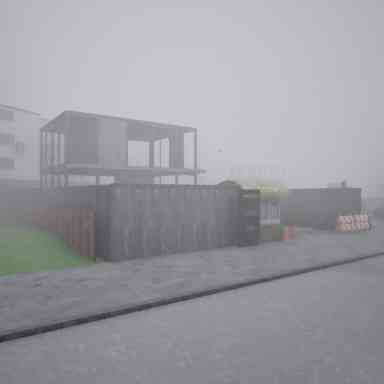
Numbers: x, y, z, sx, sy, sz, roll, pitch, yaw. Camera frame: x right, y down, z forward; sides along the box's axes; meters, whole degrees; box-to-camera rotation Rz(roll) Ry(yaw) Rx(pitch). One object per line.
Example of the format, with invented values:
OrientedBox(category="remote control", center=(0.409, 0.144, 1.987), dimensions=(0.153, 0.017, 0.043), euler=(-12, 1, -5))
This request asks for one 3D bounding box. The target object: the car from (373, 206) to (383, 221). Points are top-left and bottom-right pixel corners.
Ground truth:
OrientedBox(category="car", center=(16.147, 1.564, 25.329), dimensions=(1.994, 1.385, 4.181), euler=(0, 0, -35))
